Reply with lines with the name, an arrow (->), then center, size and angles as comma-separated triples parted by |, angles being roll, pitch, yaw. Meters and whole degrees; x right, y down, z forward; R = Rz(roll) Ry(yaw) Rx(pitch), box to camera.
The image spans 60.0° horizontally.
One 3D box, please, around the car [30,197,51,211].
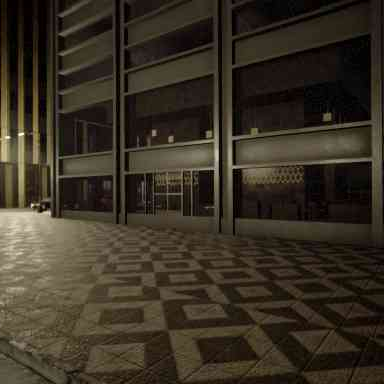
car -> -16.038, 1.343, 38.249 | 2.128, 1.511, 4.902 | 0, 0, 36
